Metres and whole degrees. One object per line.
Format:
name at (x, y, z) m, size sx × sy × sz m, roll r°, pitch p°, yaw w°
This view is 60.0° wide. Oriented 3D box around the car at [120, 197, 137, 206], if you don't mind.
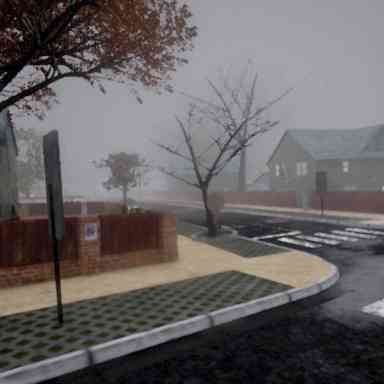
car at (-10.048, 1.517, 52.346) m, size 1.895 × 1.301 × 4.718 m, roll -4°, pitch 2°, yaw -21°
